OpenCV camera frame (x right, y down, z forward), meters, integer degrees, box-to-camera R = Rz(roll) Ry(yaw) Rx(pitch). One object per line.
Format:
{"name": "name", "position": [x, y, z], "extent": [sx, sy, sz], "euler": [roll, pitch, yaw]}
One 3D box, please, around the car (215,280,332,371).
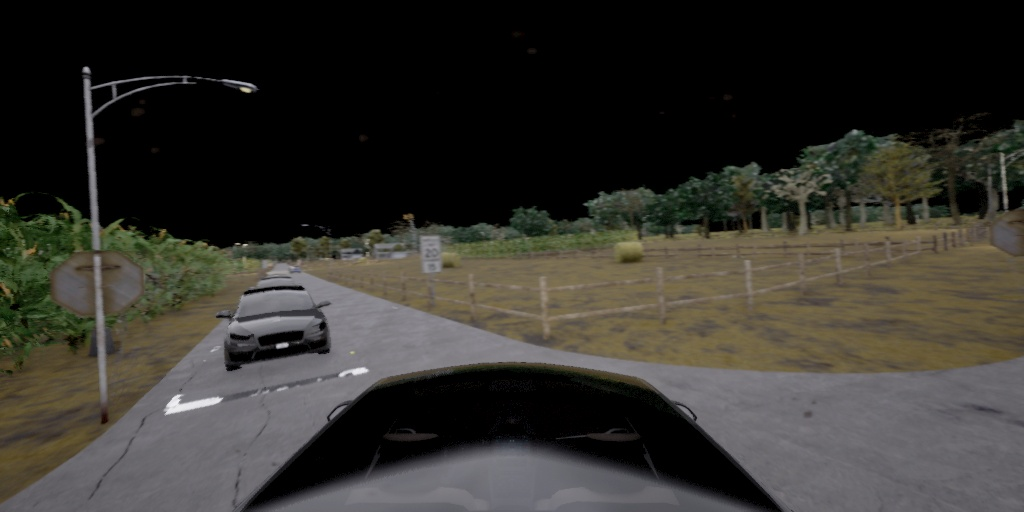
{"name": "car", "position": [-5.766, 1.532, 8.810], "extent": [1.837, 1.490, 4.892], "euler": [-3, 0, -35]}

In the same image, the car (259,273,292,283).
{"name": "car", "position": [-11.613, 1.802, 17.710], "extent": [1.837, 1.490, 4.892], "euler": [-3, 0, -33]}

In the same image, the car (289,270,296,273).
{"name": "car", "position": [-18.640, 2.158, 28.564], "extent": [1.994, 1.385, 4.181], "euler": [-3, 1, -33]}
